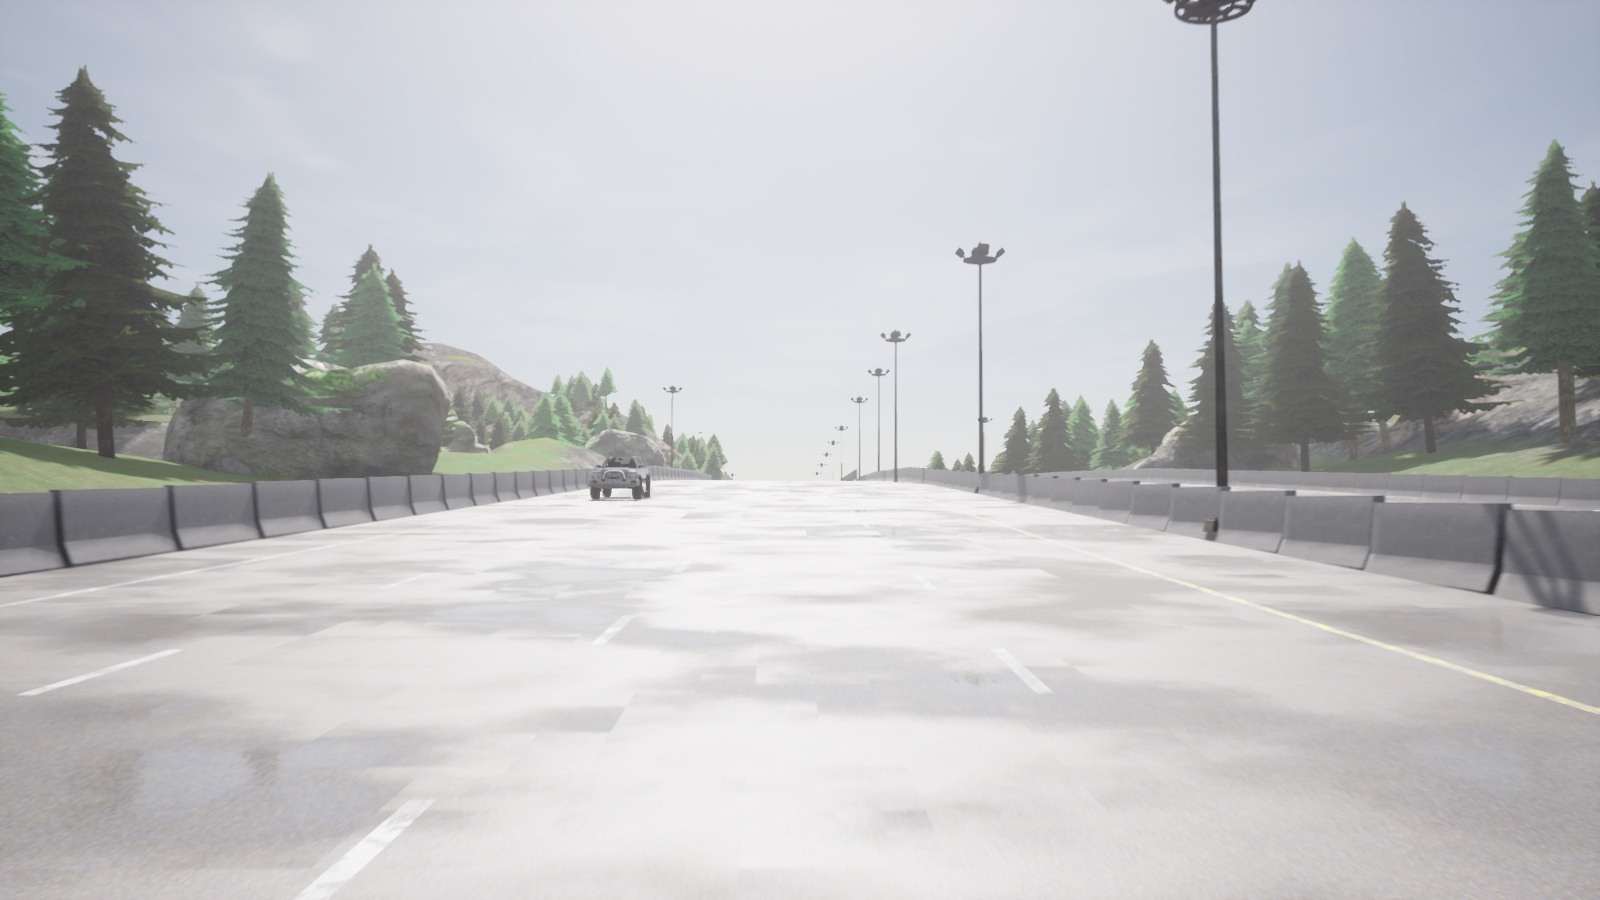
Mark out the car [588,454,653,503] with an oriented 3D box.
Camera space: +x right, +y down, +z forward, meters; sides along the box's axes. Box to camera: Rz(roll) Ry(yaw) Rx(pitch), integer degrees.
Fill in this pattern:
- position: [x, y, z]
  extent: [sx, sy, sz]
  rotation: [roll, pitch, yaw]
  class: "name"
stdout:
- position: [-7.125, 1.094, 50.271]
  extent: [1.932, 1.855, 4.605]
  rotation: [0, 0, 0]
  class: "car"
